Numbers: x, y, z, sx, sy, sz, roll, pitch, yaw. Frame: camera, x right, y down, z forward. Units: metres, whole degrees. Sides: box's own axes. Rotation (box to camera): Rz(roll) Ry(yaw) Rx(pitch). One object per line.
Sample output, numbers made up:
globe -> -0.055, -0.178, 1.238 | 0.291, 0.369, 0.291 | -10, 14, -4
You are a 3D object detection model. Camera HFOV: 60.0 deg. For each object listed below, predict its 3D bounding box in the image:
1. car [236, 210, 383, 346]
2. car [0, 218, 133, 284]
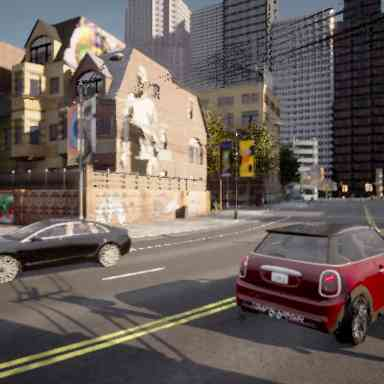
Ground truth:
car -> 2.967, 1.403, 6.761 | 4.553, 1.767, 2.097 | 0, -1, -43
car -> -4.150, 1.568, 9.930 | 4.902, 1.511, 2.128 | 0, 0, -41
